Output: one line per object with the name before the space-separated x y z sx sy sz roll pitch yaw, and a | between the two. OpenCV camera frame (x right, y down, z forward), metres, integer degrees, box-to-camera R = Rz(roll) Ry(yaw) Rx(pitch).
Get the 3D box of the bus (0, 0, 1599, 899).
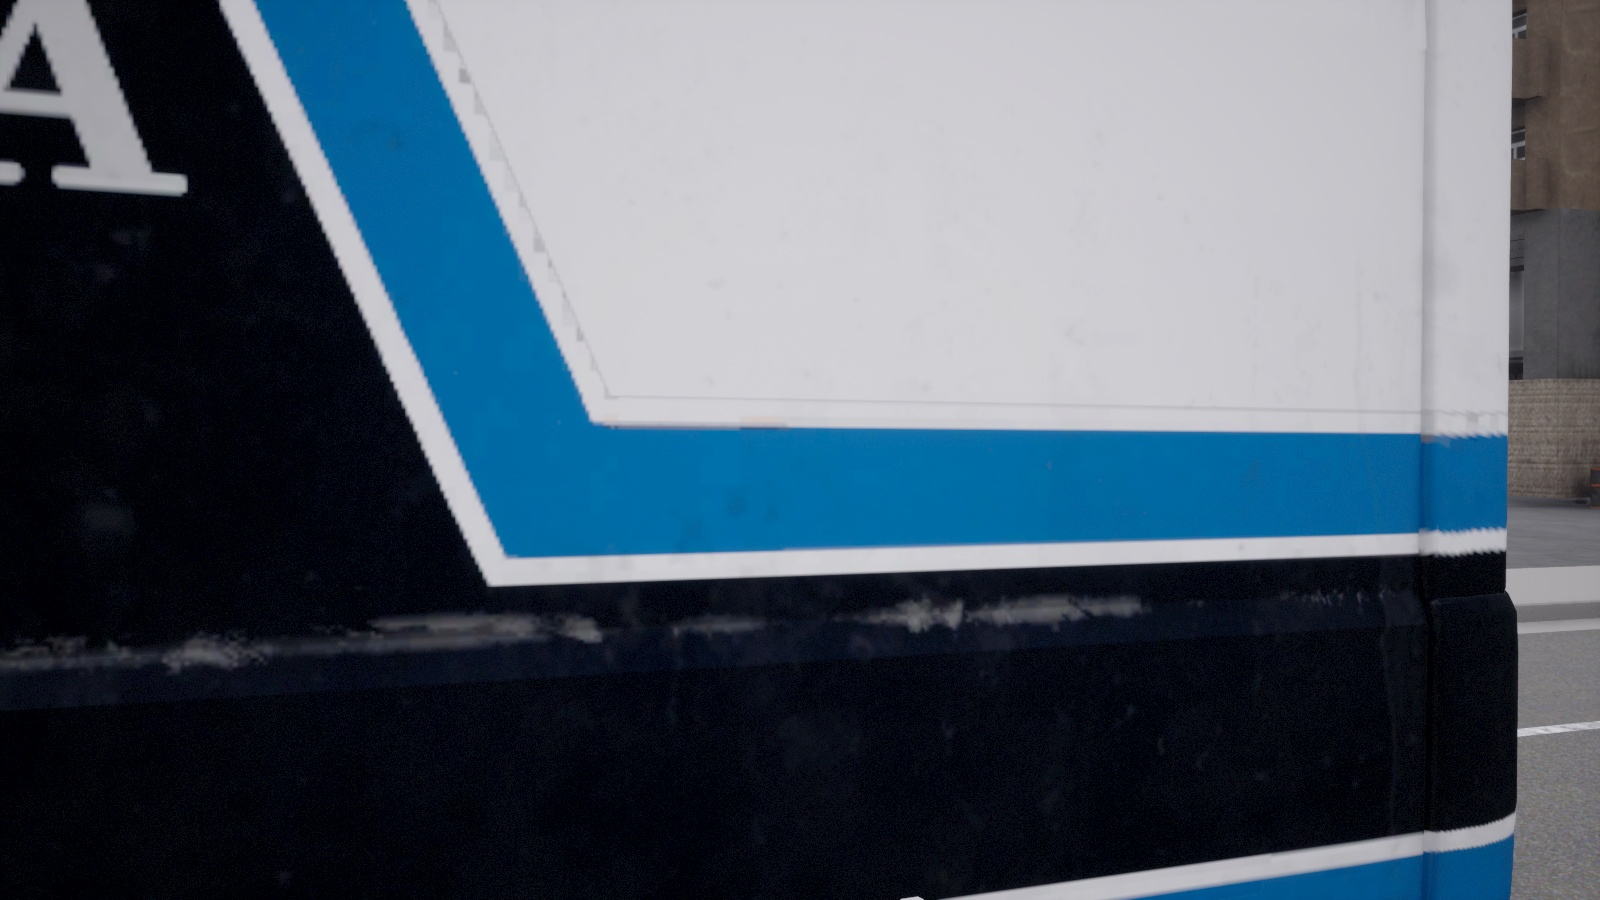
bus | -4.445 -0.550 1.569 10.273 4.253 3.944 -1 1 -21
